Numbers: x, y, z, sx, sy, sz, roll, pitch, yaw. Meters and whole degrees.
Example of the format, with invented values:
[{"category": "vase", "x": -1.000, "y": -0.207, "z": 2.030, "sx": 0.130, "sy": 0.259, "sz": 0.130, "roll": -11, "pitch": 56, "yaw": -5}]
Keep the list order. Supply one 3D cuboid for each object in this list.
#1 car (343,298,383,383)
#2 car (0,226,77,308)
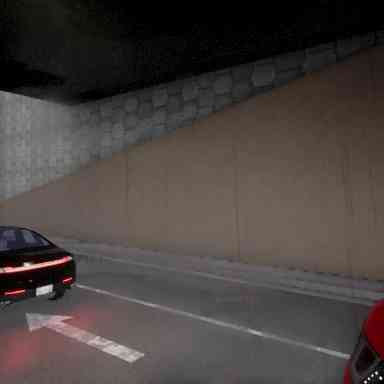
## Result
[{"category": "car", "x": 3.644, "y": 1.221, "z": 1.345, "sx": 5.566, "sy": 2.045, "sz": 2.150, "roll": 0, "pitch": 0, "yaw": 35}, {"category": "car", "x": -4.533, "y": 1.492, "z": 7.202, "sx": 4.902, "sy": 1.511, "sz": 2.128, "roll": 0, "pitch": 0, "yaw": 36}]
